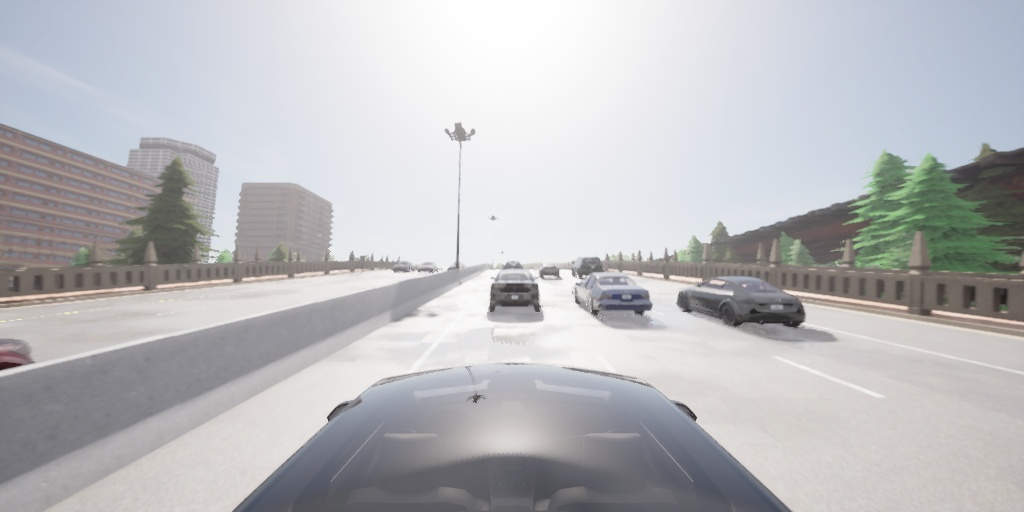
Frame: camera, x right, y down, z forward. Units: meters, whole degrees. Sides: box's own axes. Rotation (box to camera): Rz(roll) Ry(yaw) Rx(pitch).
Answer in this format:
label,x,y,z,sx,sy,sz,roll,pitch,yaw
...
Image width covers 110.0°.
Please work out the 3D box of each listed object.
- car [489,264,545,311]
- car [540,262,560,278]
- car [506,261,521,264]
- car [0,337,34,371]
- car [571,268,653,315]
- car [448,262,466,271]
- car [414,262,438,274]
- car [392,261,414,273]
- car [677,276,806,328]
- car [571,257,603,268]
label,x,y,z,sx,sy,sz,roll,pitch,yaw
car,0.098,1.273,14.824,1.882,1.535,5.008,0,0,0
car,3.598,1.370,35.367,2.128,1.511,4.902,0,0,0
car,0.098,1.229,35.288,2.097,1.767,4.553,0,0,0
car,-7.101,1.311,2.844,1.994,1.385,4.181,0,0,0
car,3.599,1.340,13.770,2.033,1.411,5.357,0,0,0
car,-7.081,1.485,46.804,1.994,1.385,4.181,0,0,0
car,-10.583,1.441,45.356,1.812,1.442,4.674,0,0,0
car,-14.077,1.427,46.864,1.837,1.490,4.892,0,-1,0
car,7.096,1.348,11.607,1.994,1.385,4.181,0,0,0
car,7.087,1.096,34.171,2.150,2.045,5.566,0,0,0
